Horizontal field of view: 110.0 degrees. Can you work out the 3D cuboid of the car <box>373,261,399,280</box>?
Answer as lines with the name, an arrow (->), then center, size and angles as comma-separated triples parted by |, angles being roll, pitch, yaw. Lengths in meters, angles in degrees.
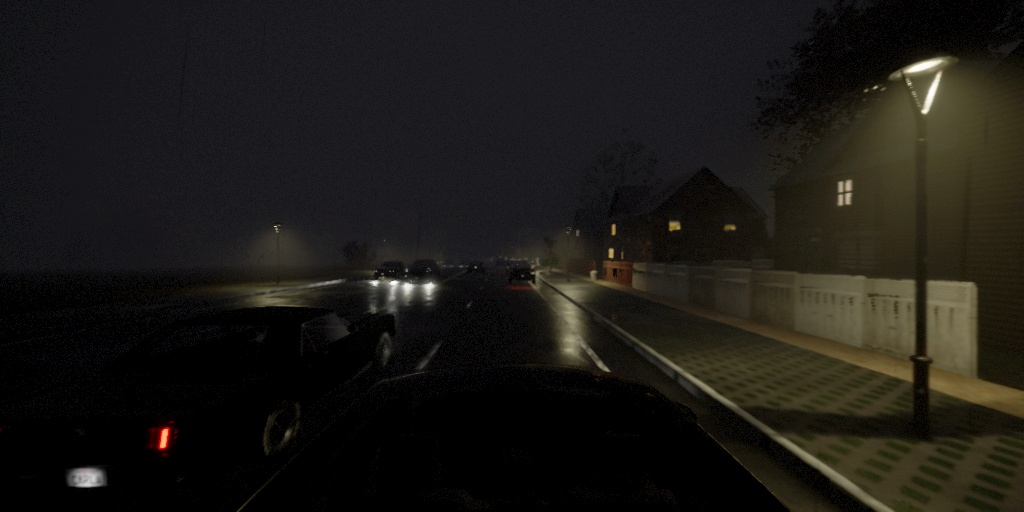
car -> -10.326, 1.187, 30.803 | 1.837, 1.490, 4.892 | 0, 0, -2

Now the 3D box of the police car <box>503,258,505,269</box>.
police car -> 0.315, 1.071, 36.304 | 1.930, 1.638, 5.238 | 0, 0, -2

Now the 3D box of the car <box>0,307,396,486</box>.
car -> -3.157, 1.344, 4.875 | 1.895, 1.301, 4.718 | 0, 0, 0

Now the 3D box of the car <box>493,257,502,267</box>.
car -> -1.902, 1.065, 60.719 | 1.882, 1.535, 5.008 | 0, 0, -4

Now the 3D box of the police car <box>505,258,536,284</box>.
police car -> 0.644, 1.099, 26.243 | 1.930, 1.638, 5.238 | 0, 0, -2

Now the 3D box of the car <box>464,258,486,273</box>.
car -> -4.001, 1.206, 40.665 | 1.994, 1.385, 4.181 | 0, 0, -2

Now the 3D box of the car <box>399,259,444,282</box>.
car -> -6.999, 1.033, 28.306 | 2.097, 1.767, 4.553 | 0, 0, -2
